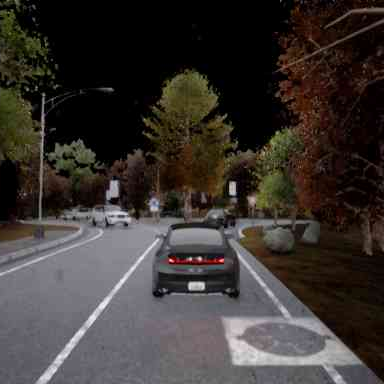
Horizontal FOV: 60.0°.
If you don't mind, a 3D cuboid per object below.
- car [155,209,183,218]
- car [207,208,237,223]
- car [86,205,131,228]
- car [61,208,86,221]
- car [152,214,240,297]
[{"bbox_3d":[-4.579,4.338,66.515,5.566,2.045,2.150,1,-4,-4],"label":"car"},{"bbox_3d":[2.643,2.282,29.962,2.097,1.767,4.553,-1,-4,19],"label":"car"},{"bbox_3d":[-7.604,2.213,30.884,2.150,2.045,5.566,3,-5,-35],"label":"car"},{"bbox_3d":[-18.993,3.714,54.682,2.150,2.045,5.566,-2,-4,20],"label":"car"},{"bbox_3d":[0.085,1.529,8.584,1.837,1.490,4.892,0,-1,0],"label":"car"}]
